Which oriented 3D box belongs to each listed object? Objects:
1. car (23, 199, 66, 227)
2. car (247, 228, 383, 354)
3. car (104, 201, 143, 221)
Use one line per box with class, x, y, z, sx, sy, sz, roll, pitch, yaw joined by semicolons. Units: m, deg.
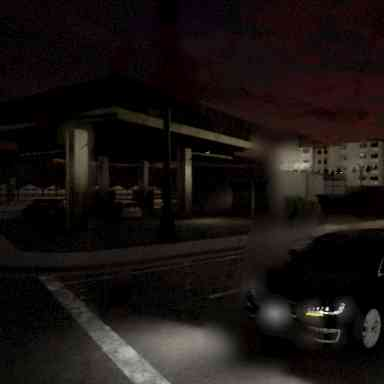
car;-9.695;1.301;21.873;2.242;1.667;4.611;0;0;-34
car;3.149;1.498;6.197;4.892;1.490;1.837;0;0;-36
car;-5.412;1.453;25.778;1.970;1.475;3.806;0;0;-34
